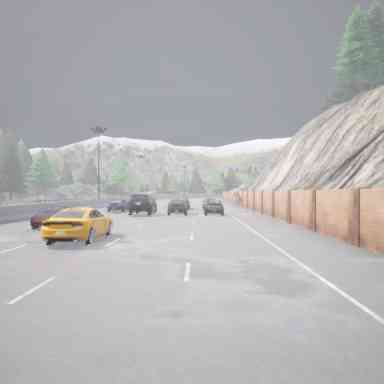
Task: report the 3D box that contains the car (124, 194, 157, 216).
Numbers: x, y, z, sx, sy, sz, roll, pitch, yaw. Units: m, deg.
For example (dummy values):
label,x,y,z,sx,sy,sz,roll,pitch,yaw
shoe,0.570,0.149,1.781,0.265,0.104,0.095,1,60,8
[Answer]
label,x,y,z,sx,sy,sz,roll,pitch,yaw
car,-4.880,1.222,33.266,2.150,2.045,5.566,0,0,1

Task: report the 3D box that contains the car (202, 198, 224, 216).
label,x,y,z,sx,sy,sz,roll,pitch,yaw
car,2.113,1.491,32.812,2.128,1.511,4.902,0,0,1

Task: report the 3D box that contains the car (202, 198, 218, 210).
label,x,y,z,sx,sy,sz,roll,pitch,yaw
car,2.283,1.526,43.262,1.812,1.442,4.674,0,0,1

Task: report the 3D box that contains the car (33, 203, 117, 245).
label,x,y,z,sx,sy,sz,roll,pitch,yaw
car,-5.173,1.477,15.586,1.882,1.535,5.008,0,0,1

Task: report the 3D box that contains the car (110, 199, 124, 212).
label,x,y,z,sx,sy,sz,roll,pitch,yaw
car,-8.305,1.526,37.866,1.812,1.442,4.674,0,0,1

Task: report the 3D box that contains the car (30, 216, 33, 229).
label,x,y,z,sx,sy,sz,roll,pitch,yaw
car,-8.577,1.564,21.410,1.994,1.385,4.181,0,0,1

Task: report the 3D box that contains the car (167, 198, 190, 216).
label,x,y,z,sx,sy,sz,roll,pitch,yaw
car,-1.385,1.505,32.995,1.837,1.490,4.892,0,0,1
